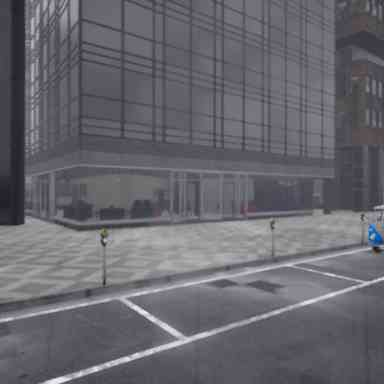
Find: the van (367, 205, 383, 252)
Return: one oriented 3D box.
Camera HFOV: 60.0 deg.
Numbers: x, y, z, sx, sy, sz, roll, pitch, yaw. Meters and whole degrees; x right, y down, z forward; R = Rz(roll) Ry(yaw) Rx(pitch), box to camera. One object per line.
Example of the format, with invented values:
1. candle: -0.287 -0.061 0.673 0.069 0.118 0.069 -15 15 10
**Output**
1. van: 8.222 1.351 12.510 3.998 1.788 1.690 0 0 -35
